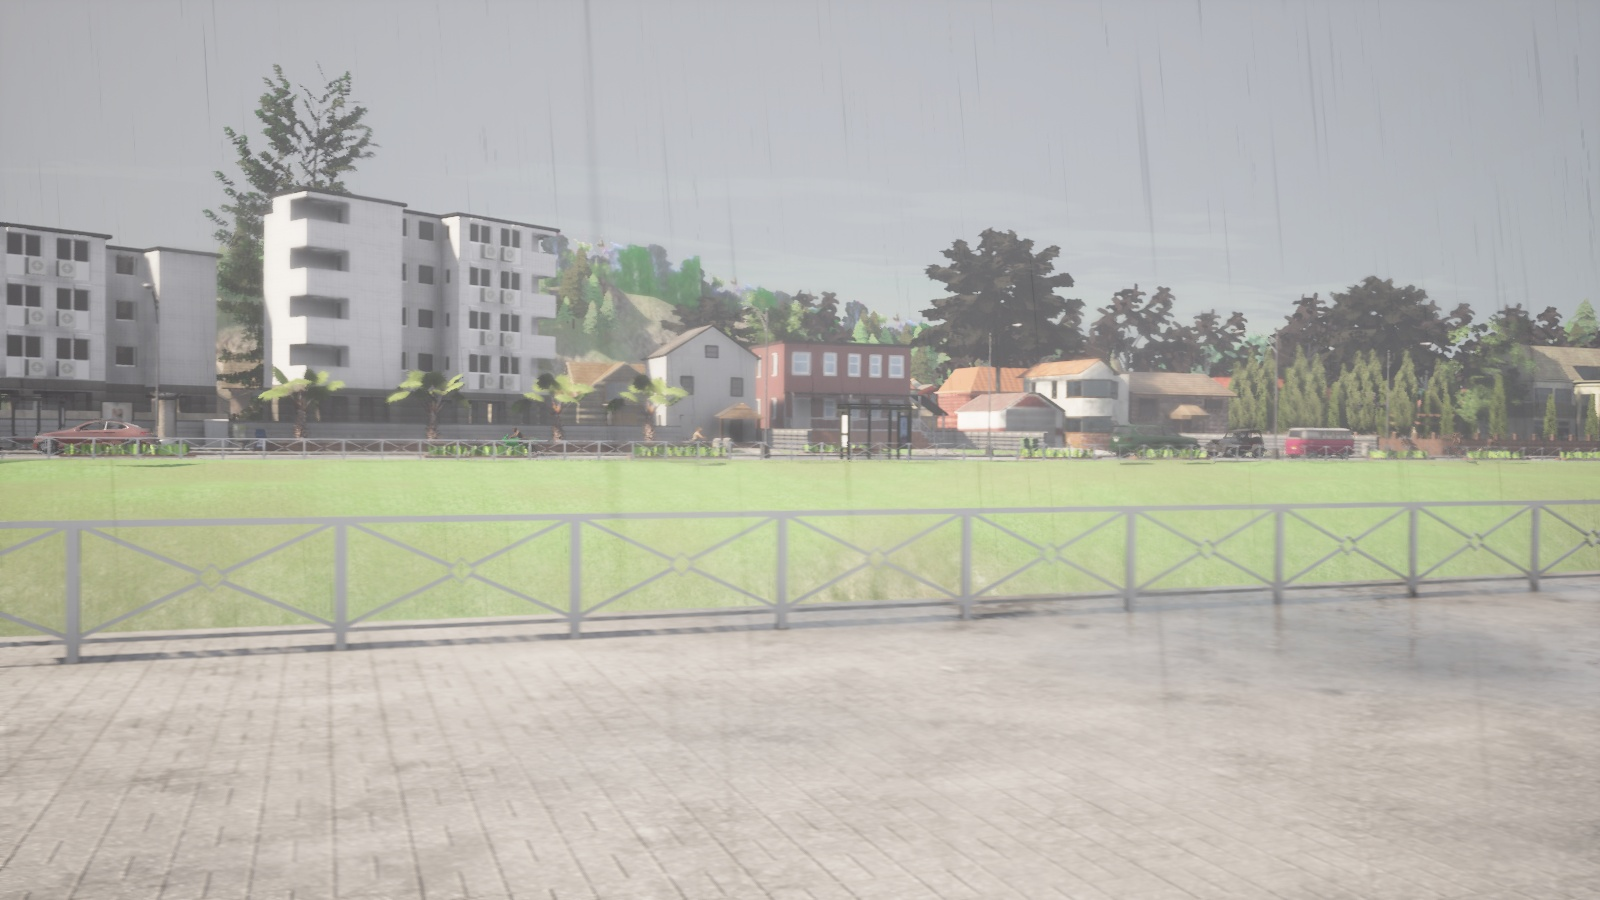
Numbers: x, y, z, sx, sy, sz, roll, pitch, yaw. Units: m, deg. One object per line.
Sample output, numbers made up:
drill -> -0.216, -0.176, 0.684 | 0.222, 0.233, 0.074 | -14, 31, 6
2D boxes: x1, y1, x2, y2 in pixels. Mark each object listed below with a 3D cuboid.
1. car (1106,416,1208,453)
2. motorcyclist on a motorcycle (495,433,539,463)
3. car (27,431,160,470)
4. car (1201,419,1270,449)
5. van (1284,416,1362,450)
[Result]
car -> 20.862, -0.903, 73.413 | 5.566, 2.045, 2.150 | -1, 1, -21
motorcyclist on a motorcycle -> -14.485, -0.109, 64.284 | 2.044, 1.523, 0.797 | -1, 1, -21
car -> -32.275, -0.011, 57.532 | 5.027, 1.651, 2.152 | -1, 1, -21
car -> 27.872, -1.015, 80.352 | 3.866, 1.878, 1.905 | -1, 1, -21
van -> 32.387, -1.065, 77.786 | 4.442, 1.987, 1.775 | -1, 1, -21
